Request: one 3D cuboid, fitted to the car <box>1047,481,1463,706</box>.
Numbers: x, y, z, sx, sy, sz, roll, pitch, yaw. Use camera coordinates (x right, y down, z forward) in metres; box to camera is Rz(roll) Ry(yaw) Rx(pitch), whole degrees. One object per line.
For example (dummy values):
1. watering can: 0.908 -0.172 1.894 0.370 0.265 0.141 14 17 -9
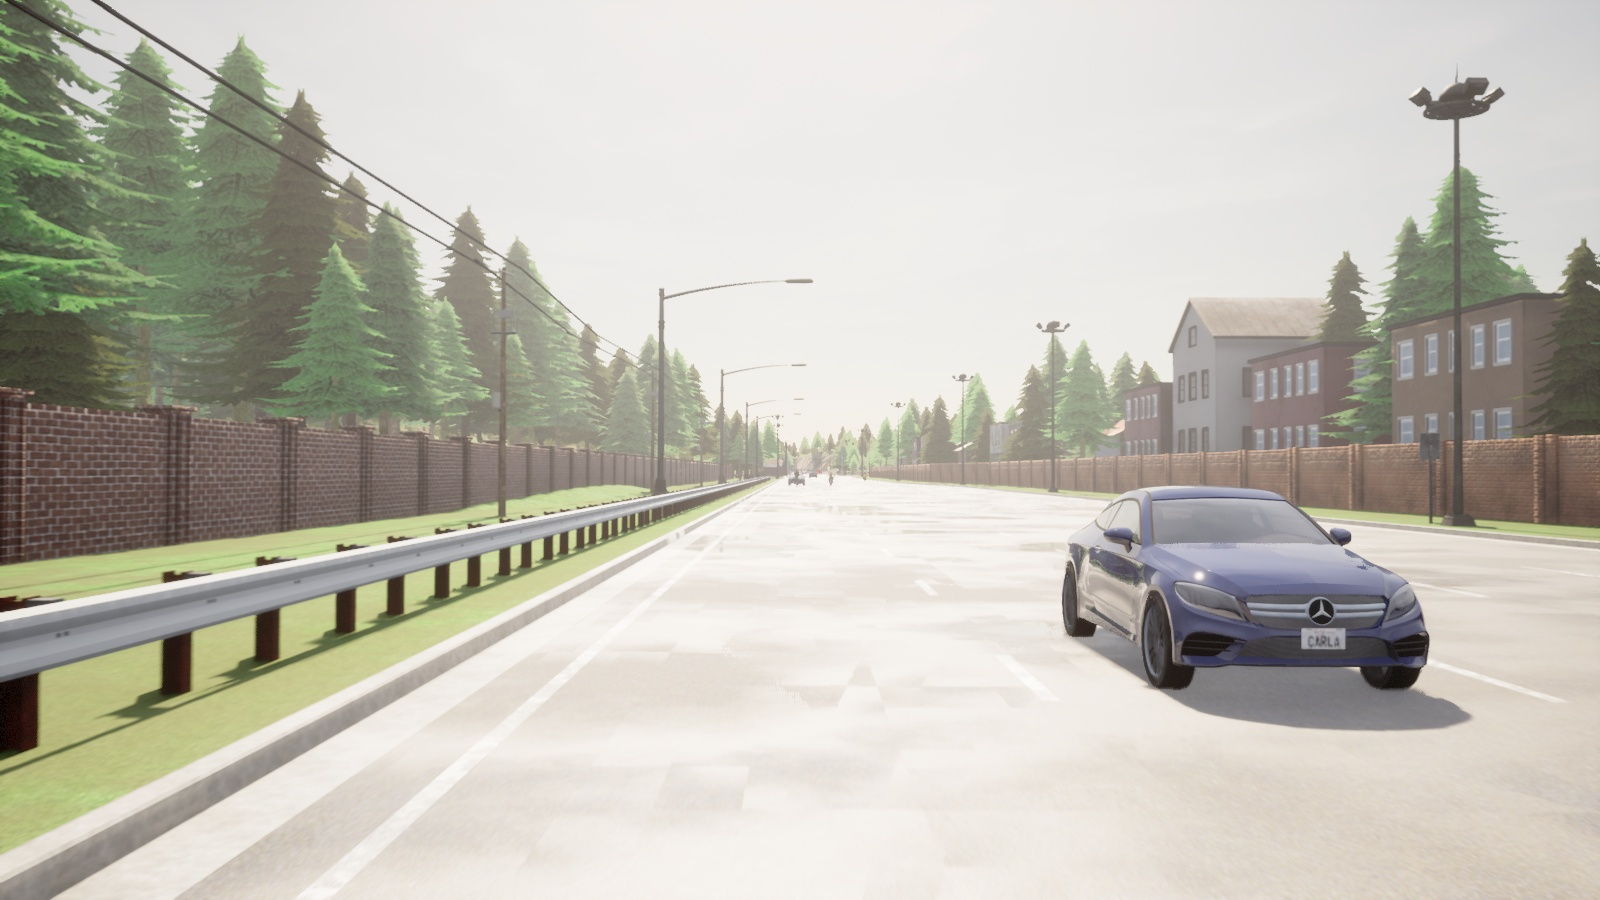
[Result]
1. car: 3.473 1.005 10.658 1.812 1.442 4.674 0 -1 0
